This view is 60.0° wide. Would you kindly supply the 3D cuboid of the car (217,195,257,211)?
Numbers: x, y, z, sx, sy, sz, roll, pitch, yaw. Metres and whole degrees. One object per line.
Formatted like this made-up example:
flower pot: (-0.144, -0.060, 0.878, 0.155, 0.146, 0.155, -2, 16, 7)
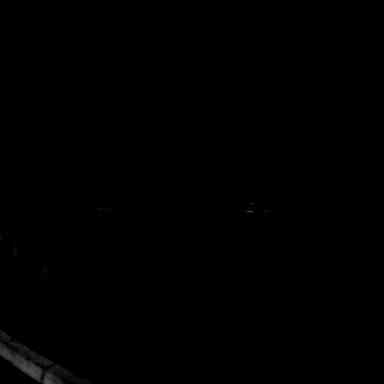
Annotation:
car: (4.626, 1.072, 33.229, 5.008, 1.535, 1.882, 1, 0, 44)
